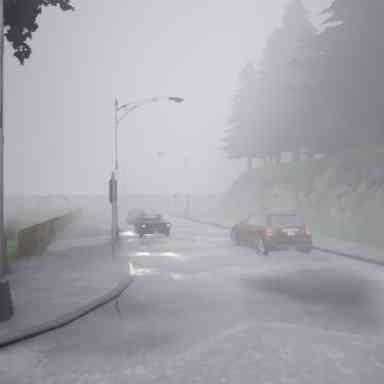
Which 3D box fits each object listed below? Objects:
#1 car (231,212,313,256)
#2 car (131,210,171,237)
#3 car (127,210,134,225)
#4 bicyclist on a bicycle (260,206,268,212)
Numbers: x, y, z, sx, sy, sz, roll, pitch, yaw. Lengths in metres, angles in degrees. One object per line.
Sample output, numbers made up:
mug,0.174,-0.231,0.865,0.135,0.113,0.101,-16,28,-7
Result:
car,3.329,1.662,14.764,2.097,1.767,4.553,0,-1,-12
car,-2.648,2.117,21.752,1.895,1.301,4.718,0,-1,-14
car,-5.126,2.355,31.436,1.895,1.301,4.718,0,-1,-14
bicyclist on a bicycle,5.320,1.860,24.480,1.656,1.620,0.582,0,-1,-14
